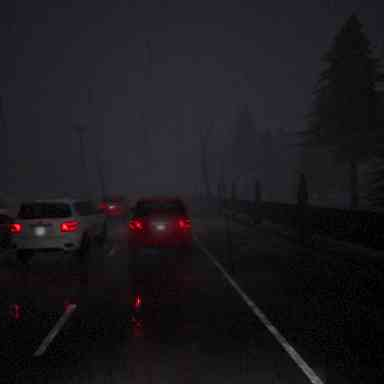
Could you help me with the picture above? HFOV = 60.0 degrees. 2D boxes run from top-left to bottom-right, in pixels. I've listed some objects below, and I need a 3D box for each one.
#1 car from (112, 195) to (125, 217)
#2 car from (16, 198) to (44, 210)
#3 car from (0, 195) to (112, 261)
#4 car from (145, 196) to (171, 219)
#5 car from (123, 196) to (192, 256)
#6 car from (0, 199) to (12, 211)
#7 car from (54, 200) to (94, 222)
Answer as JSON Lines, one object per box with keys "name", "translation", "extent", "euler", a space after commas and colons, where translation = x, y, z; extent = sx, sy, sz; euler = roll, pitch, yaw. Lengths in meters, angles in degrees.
{"name": "car", "translation": [-6.367, 1.229, 27.780], "extent": [2.150, 2.045, 5.566], "euler": [-1, 1, -6]}
{"name": "car", "translation": [-22.814, 1.687, 46.936], "extent": [2.128, 1.511, 4.902], "euler": [-1, 0, -8]}
{"name": "car", "translation": [-4.744, 1.249, 12.689], "extent": [2.150, 2.045, 5.566], "euler": [-1, 0, -4]}
{"name": "car", "translation": [-2.976, 1.299, 29.014], "extent": [2.097, 1.767, 4.553], "euler": [-1, 0, -6]}
{"name": "car", "translation": [-1.268, 1.198, 13.212], "extent": [2.150, 2.045, 5.566], "euler": [-1, 0, -6]}
{"name": "car", "translation": [-25.977, 1.744, 44.052], "extent": [2.128, 1.511, 4.902], "euler": [-1, 0, -7]}
{"name": "car", "translation": [-9.966, 1.550, 28.592], "extent": [2.128, 1.511, 4.902], "euler": [-1, 0, -6]}
